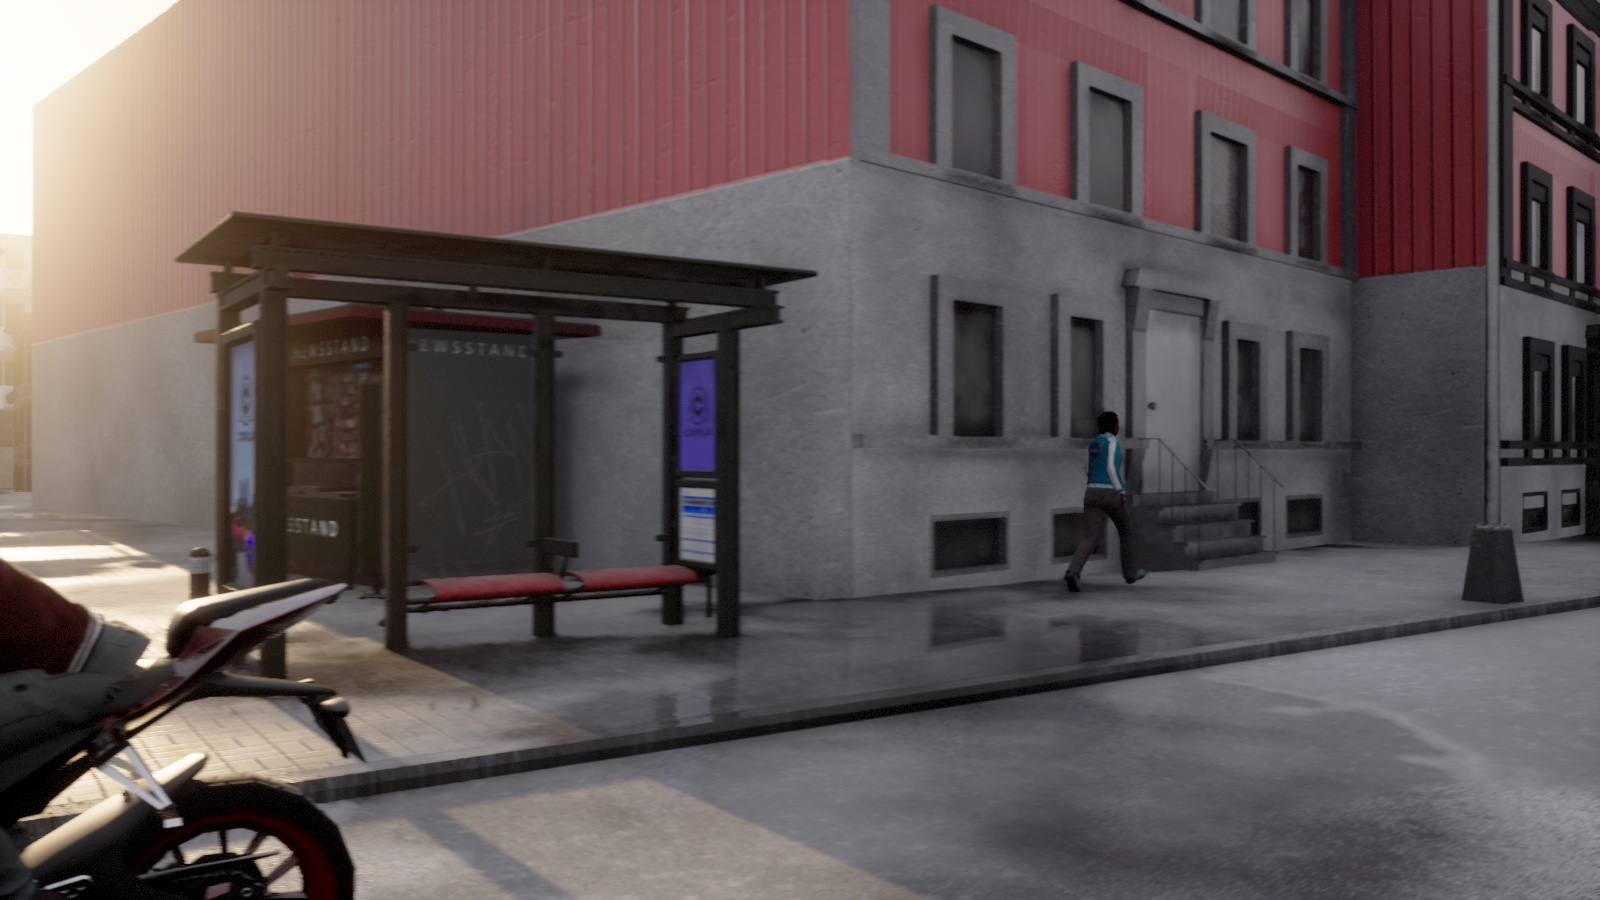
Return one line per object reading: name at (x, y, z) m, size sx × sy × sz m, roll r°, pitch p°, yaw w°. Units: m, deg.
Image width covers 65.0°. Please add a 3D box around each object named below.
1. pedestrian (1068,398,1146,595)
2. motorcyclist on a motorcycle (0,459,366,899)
pedestrian at (3.102, 0.458, 12.677) m, size 0.692 × 1.930 × 0.396 m, roll 0°, pitch 0°, yaw -34°
motorcyclist on a motorcycle at (-2.190, 0.792, 2.744) m, size 2.191 × 1.530 × 0.866 m, roll 0°, pitch 0°, yaw -35°
